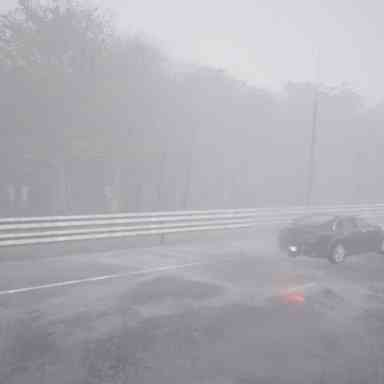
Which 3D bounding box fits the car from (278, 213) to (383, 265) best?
[{"bbox_3d":[5.139,1.506,11.688,4.892,1.490,1.837,0,0,-34],"label":"car"}]
